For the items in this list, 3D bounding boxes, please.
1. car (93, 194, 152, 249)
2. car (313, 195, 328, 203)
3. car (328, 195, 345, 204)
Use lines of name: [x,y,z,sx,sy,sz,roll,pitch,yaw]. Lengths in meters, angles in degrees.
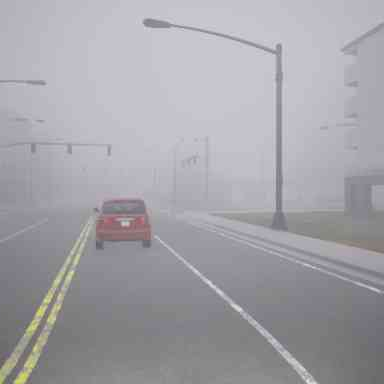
car: [-3.122,1.256,14.762,2.150,2.045,5.566,0,0,-15]
car: [26.150,1.347,66.623,4.553,1.767,2.097,0,0,-43]
car: [28.766,1.453,64.292,5.008,1.535,1.882,0,0,-43]
